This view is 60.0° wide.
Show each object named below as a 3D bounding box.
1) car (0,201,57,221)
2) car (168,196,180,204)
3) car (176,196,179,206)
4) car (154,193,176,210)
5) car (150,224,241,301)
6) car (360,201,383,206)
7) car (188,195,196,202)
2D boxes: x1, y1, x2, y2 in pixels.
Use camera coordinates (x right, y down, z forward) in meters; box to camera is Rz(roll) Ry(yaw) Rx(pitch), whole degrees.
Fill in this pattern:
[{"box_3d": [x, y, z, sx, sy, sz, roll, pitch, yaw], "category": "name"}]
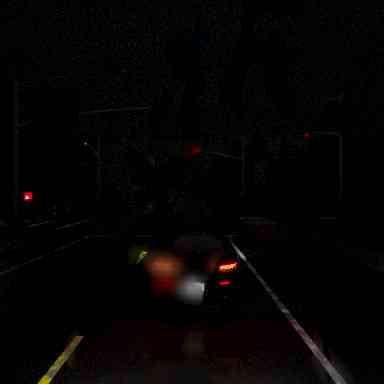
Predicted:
[{"box_3d": [-13.455, 1.507, 26.761, 4.902, 1.511, 2.128, 0, 0, -2], "category": "car"}, {"box_3d": [-3.469, 1.492, 64.681, 2.128, 1.511, 4.902, 0, 0, 1], "category": "car"}, {"box_3d": [-3.531, 1.221, 52.927, 2.150, 2.045, 5.566, 0, 0, 0], "category": "car"}, {"box_3d": [-3.546, 1.352, 42.395, 2.097, 1.767, 4.553, 0, 0, 0], "category": "car"}, {"box_3d": [0.082, 1.526, 8.183, 1.812, 1.442, 4.674, 0, 0, 0], "category": "car"}, {"box_3d": [15.572, 1.528, 28.741, 5.357, 1.411, 2.033, 0, 0, -6], "category": "car"}, {"box_3d": [0.093, 1.525, 79.225, 2.128, 1.511, 4.902, 0, 0, 0], "category": "car"}]
